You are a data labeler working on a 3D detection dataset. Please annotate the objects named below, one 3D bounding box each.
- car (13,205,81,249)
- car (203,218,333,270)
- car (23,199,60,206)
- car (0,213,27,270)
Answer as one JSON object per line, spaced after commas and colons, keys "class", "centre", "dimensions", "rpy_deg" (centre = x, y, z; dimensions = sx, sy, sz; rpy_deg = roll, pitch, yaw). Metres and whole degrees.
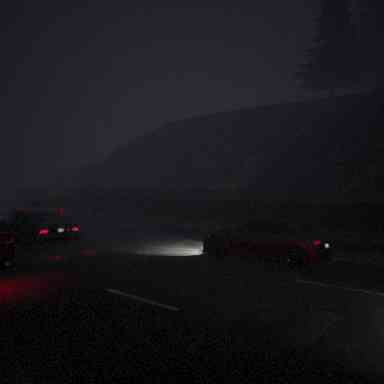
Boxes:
{"class": "car", "centre": [-6.806, 1.478, 14.187], "dimensions": [5.357, 1.411, 2.033], "rpy_deg": [0, 0, 42]}
{"class": "car", "centre": [2.429, 1.556, 11.097], "dimensions": [4.181, 1.385, 1.994], "rpy_deg": [0, 0, 38]}
{"class": "car", "centre": [-10.485, 1.243, 22.600], "dimensions": [4.553, 1.767, 2.097], "rpy_deg": [0, 0, 45]}
{"class": "car", "centre": [-6.991, 1.417, 9.765], "dimensions": [5.008, 1.535, 1.882], "rpy_deg": [0, 0, 40]}
